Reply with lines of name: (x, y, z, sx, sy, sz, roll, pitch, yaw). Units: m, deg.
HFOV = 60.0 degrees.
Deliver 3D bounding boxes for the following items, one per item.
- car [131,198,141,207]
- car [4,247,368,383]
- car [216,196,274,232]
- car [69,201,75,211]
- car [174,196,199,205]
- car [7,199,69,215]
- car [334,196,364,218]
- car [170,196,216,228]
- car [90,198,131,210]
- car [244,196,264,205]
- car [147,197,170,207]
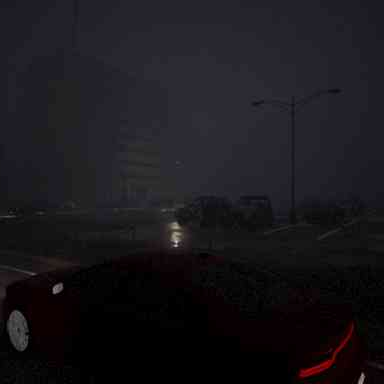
car: (-9.801, 1.547, 48.979, 2.033, 1.411, 5.357, 0, 0, 33)
car: (-0.533, 1.478, 4.369, 5.008, 1.535, 1.882, 0, 0, 35)
car: (3.306, 1.156, 19.066, 1.905, 1.878, 3.866, 0, 0, 34)
car: (-16.182, 1.526, 39.434, 1.812, 1.442, 4.674, 0, 0, 34)
car: (-0.944, 1.515, 61.995, 2.128, 1.511, 4.902, 0, 0, 34)
car: (-15.730, 1.547, 33.846, 2.033, 1.411, 5.357, 0, 0, 34)
car: (15.329, 1.395, 32.023, 1.970, 1.475, 3.806, 0, 0, 34)
car: (0.939, 1.153, 20.732, 1.932, 1.855, 4.605, 0, 0, 34)
car: (-10.388, 1.601, 41.808, 1.895, 1.301, 4.718, 0, 0, 34)
car: (11.491, 1.526, 61.506, 1.812, 1.442, 4.674, 0, 0, 34)
car: (-4.715, 1.491, 50.239, 2.128, 1.511, 4.902, 0, 0, 34)
